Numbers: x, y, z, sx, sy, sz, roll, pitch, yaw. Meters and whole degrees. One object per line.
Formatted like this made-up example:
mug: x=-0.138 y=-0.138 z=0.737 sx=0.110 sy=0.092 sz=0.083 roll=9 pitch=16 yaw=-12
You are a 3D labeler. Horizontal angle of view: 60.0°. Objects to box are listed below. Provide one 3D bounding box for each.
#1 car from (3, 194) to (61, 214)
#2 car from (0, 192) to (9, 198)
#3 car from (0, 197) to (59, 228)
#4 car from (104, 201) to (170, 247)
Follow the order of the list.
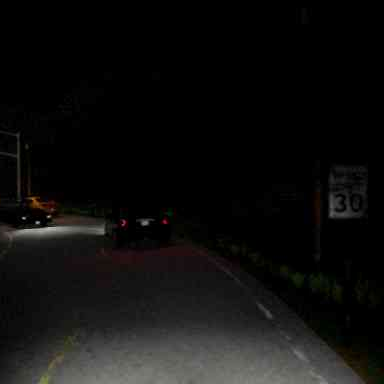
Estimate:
car: x=-12.305 y=1.134 z=25.873 sx=5.008 sy=1.535 sz=1.882 roll=0 pitch=1 yaw=35
car: x=-37.616 y=0.653 z=65.830 sx=4.718 sy=1.301 sz=1.895 roll=1 pitch=1 yaw=39
car: x=-10.422 y=1.281 z=20.114 sx=5.357 sy=1.411 sz=2.033 roll=1 pitch=1 yaw=43
car: x=-2.521 y=1.155 z=14.345 sx=2.097 sy=1.767 sz=4.553 roll=0 pitch=1 yaw=-21
